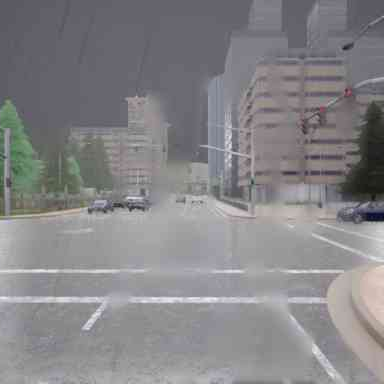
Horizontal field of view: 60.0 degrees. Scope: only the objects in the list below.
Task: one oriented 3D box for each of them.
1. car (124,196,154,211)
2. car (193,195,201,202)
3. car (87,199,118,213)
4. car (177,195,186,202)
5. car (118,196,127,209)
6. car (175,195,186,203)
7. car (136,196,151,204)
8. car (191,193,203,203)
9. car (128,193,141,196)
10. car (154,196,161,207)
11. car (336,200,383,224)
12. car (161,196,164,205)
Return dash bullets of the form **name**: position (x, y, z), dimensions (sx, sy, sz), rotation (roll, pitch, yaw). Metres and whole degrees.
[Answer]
- **car**: position (-6.325, 1.552, 40.271), dimensions (2.033, 1.411, 5.357), rotation (0, 0, 1)
- **car**: position (1.132, 1.530, 76.599), dimensions (1.812, 1.442, 4.674), rotation (0, 0, 1)
- **car**: position (-9.847, 1.529, 36.393), dimensions (1.812, 1.442, 4.674), rotation (0, 0, 1)
- **car**: position (-2.361, 1.486, 77.286), dimensions (1.882, 1.535, 5.008), rotation (0, 0, 1)
- **car**: position (-9.773, 1.606, 45.493), dimensions (1.895, 1.301, 4.718), rotation (0, 0, 1)
- **car**: position (-2.349, 1.571, 68.330), dimensions (1.994, 1.385, 4.181), rotation (0, 0, 1)
- **car**: position (-9.511, 1.498, 65.685), dimensions (2.128, 1.511, 4.902), rotation (0, 0, 1)
- **car**: position (1.037, 1.228, 66.914), dimensions (2.150, 2.045, 5.566), rotation (0, 0, 1)
- **car**: position (-9.660, 1.227, 55.453), dimensions (2.150, 2.045, 5.566), rotation (0, 0, 1)
- **car**: position (-6.231, 1.569, 49.477), dimensions (1.994, 1.385, 4.181), rotation (0, 0, 0)
- **car**: position (12.948, 1.355, 24.064), dimensions (4.553, 1.767, 2.097), rotation (0, 0, 1)
- **car**: position (-6.105, 1.484, 59.935), dimensions (1.882, 1.535, 5.008), rotation (0, 0, 0)
